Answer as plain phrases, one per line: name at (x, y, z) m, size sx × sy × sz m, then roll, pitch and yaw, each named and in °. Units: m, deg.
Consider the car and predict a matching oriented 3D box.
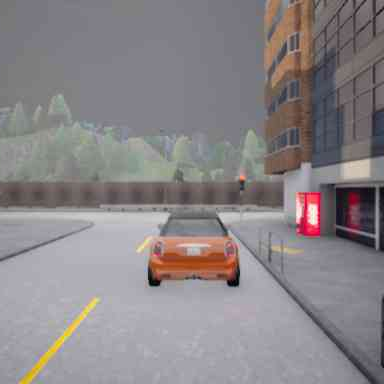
car at (0.055, 1.287, 9.343) m, size 2.097 × 1.767 × 4.553 m, roll 0°, pitch 0°, yaw 0°
